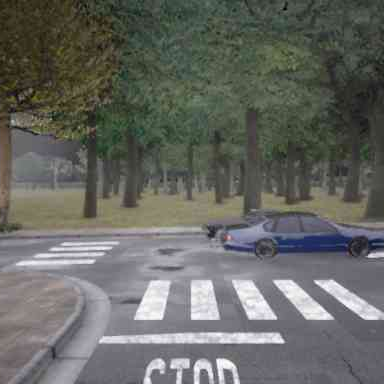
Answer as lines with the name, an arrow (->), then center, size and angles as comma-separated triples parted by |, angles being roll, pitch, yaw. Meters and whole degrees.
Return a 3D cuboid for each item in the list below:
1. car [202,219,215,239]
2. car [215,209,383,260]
car -> 2.788, 1.421, 14.316 | 4.718, 1.301, 1.895 | -1, 1, 0
car -> 3.628, 1.411, 11.368 | 5.357, 1.411, 2.033 | -1, 1, 0
